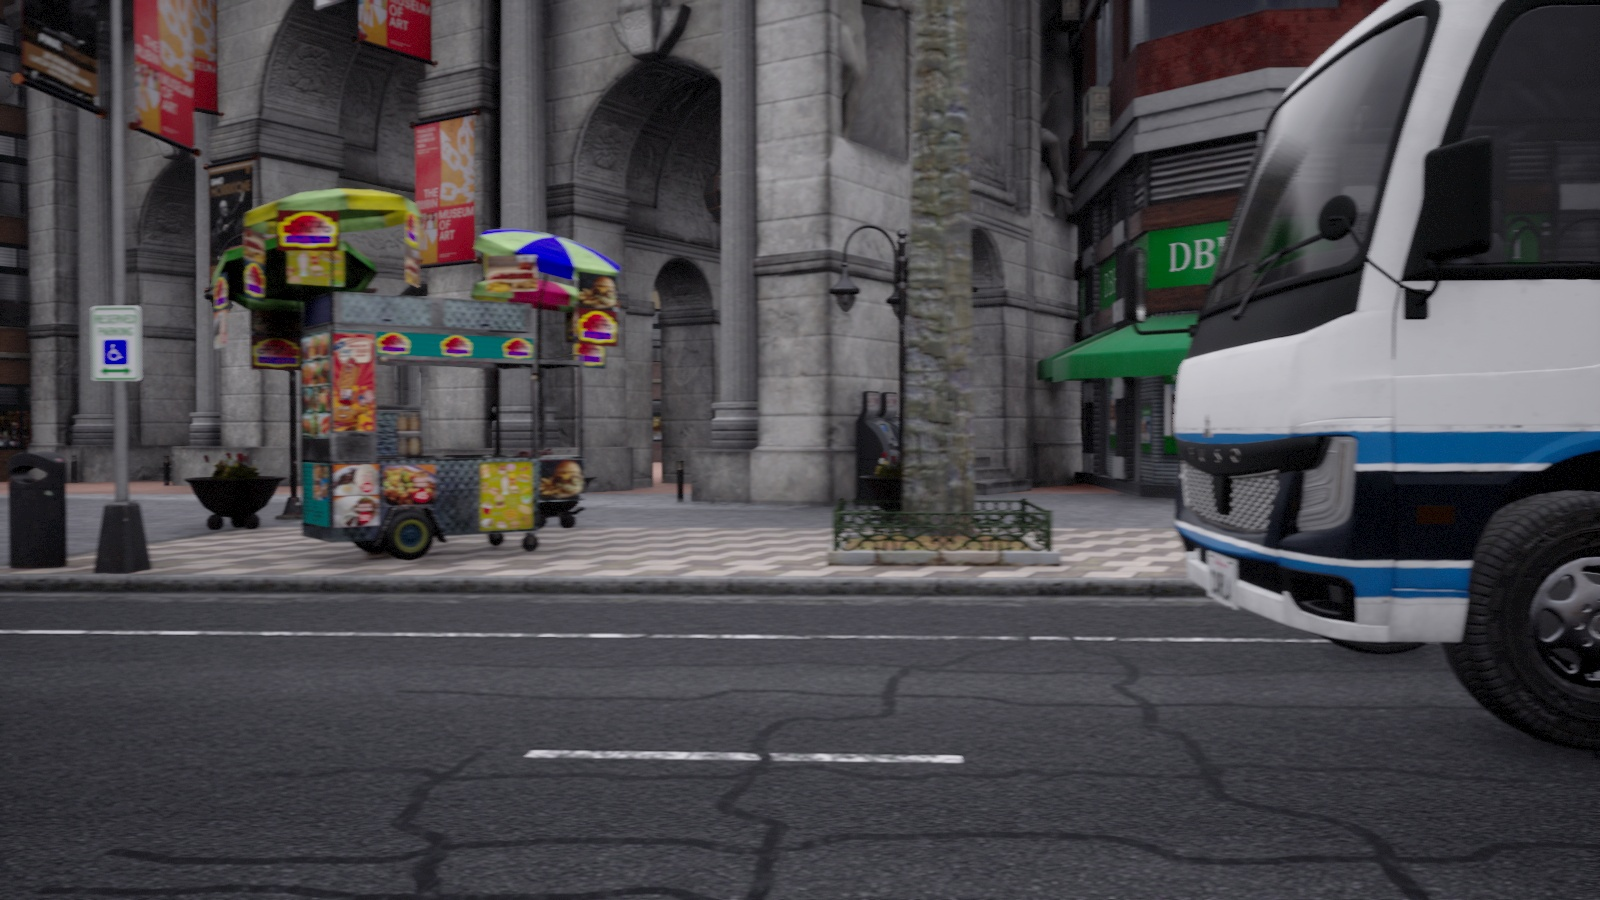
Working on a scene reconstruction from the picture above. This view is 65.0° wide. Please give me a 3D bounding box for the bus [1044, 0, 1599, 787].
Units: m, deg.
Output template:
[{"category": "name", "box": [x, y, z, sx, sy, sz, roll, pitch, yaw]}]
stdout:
[{"category": "bus", "box": [6.882, -0.642, 7.336, 10.273, 4.253, 3.944, 0, 1, 4]}]
